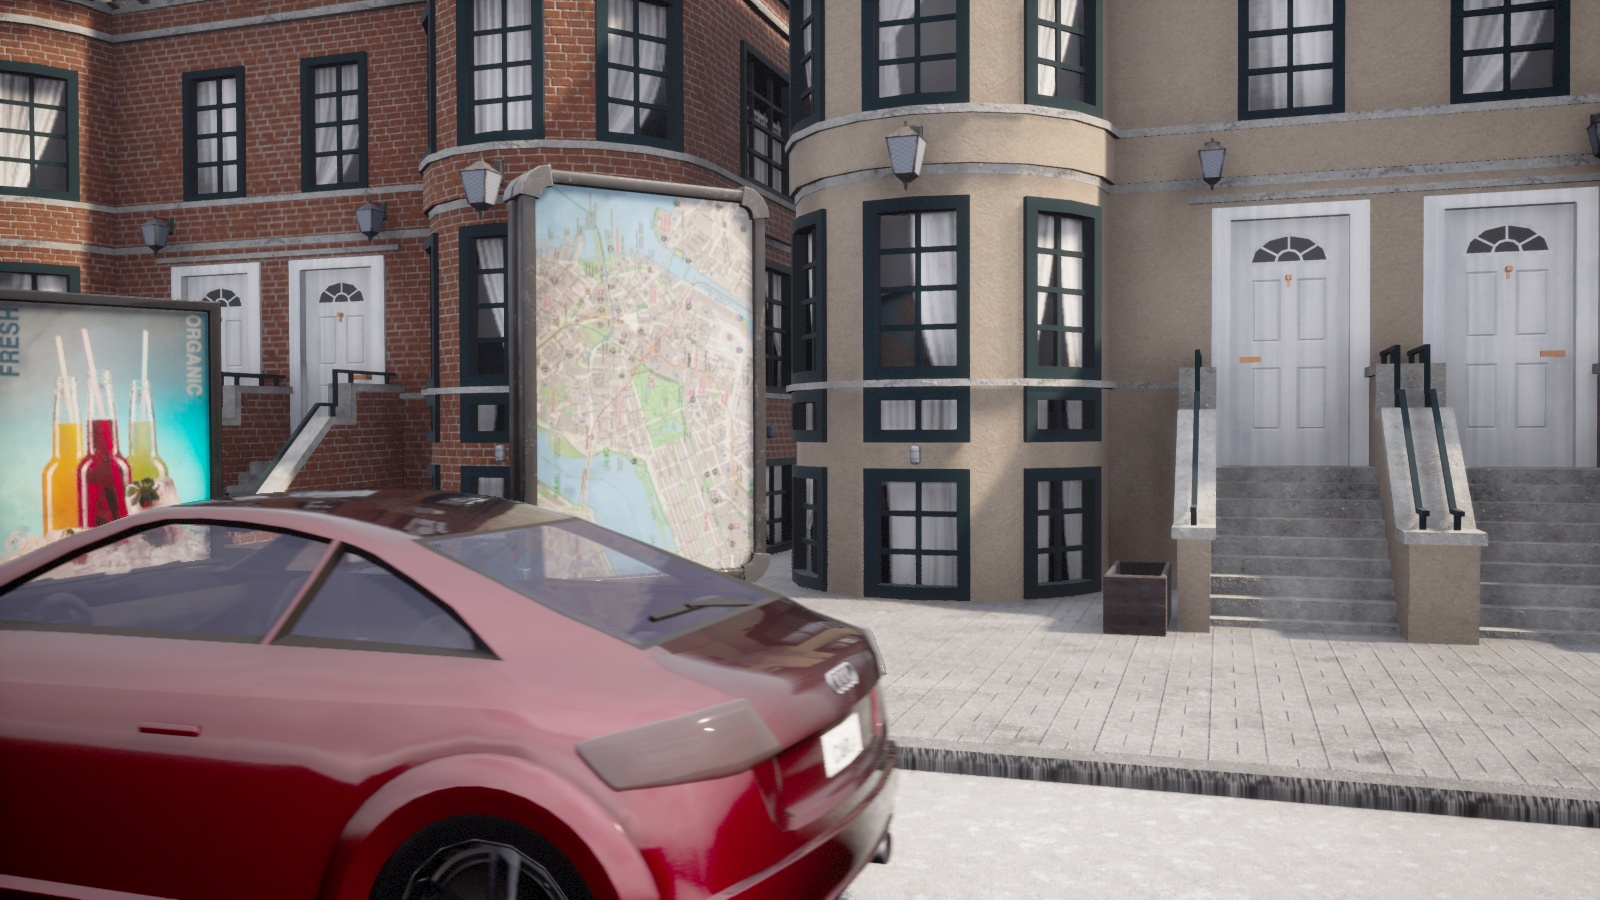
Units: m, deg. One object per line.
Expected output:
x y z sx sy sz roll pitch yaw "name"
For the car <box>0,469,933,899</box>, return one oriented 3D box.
-1.815 0.814 4.332 4.181 1.385 1.994 0 1 19 "car"
